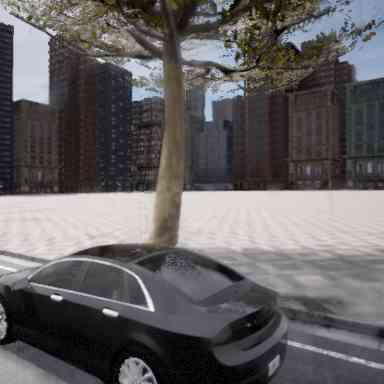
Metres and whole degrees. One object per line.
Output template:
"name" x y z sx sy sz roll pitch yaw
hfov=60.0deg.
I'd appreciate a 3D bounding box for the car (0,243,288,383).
"car" -1.138 1.521 4.806 4.892 1.490 1.837 0 0 35
